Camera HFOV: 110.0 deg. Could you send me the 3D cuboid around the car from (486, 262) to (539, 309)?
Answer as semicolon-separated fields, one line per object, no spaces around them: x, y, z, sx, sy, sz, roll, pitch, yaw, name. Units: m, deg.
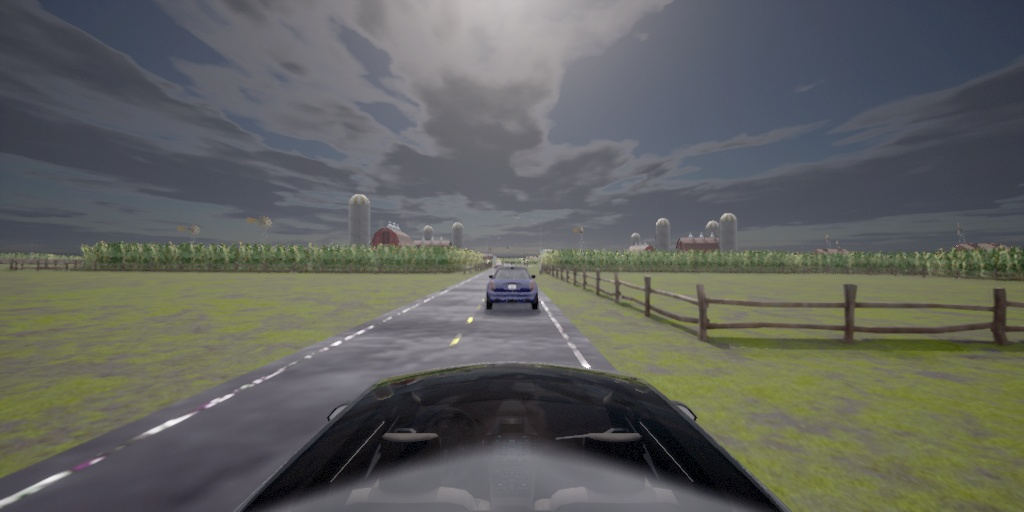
0.010;1.237;15.965;2.097;1.767;4.553;0;-1;0;car
